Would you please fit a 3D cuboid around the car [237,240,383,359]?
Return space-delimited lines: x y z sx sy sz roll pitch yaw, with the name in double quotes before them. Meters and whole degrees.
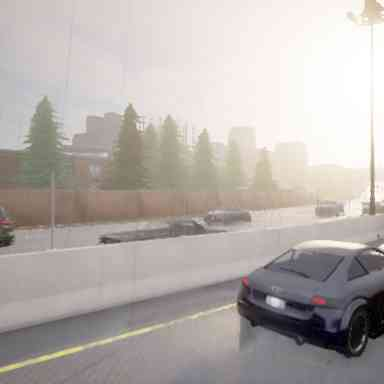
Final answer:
"car" 2.790 1.606 6.169 4.181 1.385 1.994 0 0 -39

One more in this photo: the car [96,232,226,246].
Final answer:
"car" -1.017 1.678 12.266 4.718 1.301 1.895 0 0 -40
